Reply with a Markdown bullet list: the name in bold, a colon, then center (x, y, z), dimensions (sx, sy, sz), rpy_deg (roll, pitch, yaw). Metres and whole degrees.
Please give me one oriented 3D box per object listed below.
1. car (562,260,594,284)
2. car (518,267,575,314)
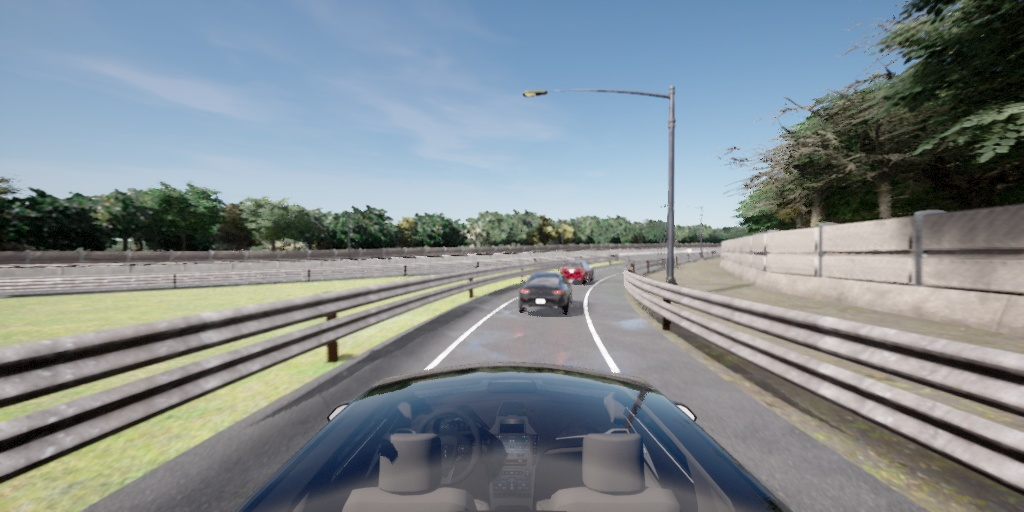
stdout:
- **car**: center (5.028, 1.131, 27.671), dimensions (2.097, 1.767, 4.553), rpy_deg (1, 1, 21)
- **car**: center (1.428, 1.367, 14.399), dimensions (1.812, 1.442, 4.674), rpy_deg (0, 0, 11)
